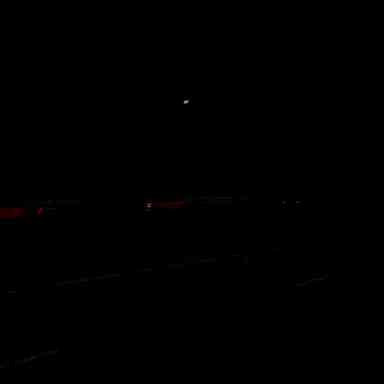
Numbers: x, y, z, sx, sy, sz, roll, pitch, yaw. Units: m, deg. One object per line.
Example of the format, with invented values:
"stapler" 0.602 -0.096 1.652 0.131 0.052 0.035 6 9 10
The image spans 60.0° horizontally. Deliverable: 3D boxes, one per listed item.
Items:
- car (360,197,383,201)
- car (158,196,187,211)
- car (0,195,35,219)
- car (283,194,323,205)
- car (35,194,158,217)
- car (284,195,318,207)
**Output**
"car" 18.647 1.189 34.403 5.357 1.411 2.033 -1 0 -35
"car" -2.812 1.181 32.079 4.553 1.767 2.097 -1 0 -35
"car" -10.905 1.208 17.711 5.566 2.045 2.150 -1 0 -36
"car" 11.146 1.055 33.411 4.553 1.767 2.097 -1 0 -35
"car" -4.931 1.157 17.659 5.566 2.045 2.150 -1 0 -36
"car" 14.571 1.151 44.366 4.674 1.442 1.812 0 0 -35
